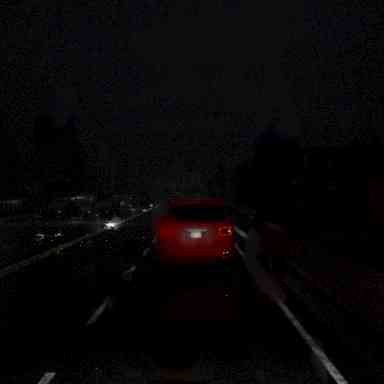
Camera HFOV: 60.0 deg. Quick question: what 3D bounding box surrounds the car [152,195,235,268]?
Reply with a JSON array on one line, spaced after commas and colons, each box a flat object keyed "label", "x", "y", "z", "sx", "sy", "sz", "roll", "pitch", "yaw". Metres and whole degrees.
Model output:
[{"label": "car", "x": 0.215, "y": 1.187, "z": 11.322, "sx": 2.150, "sy": 2.045, "sz": 5.566, "roll": 0, "pitch": 0, "yaw": 2}]

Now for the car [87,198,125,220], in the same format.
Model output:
[{"label": "car", "x": -6.981, "y": 1.439, "z": 26.821, "sx": 1.812, "sy": 1.442, "sz": 4.674, "roll": 0, "pitch": 0, "yaw": 0}]

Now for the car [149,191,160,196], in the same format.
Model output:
[{"label": "car", "x": -6.743, "y": 1.134, "z": 61.831, "sx": 2.128, "sy": 1.511, "sz": 4.902, "roll": 0, "pitch": 0, "yaw": 0}]

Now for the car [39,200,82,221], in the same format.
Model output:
[{"label": "car", "x": -10.491, "y": 1.390, "z": 26.785, "sx": 1.882, "sy": 1.535, "sz": 5.008, "roll": 0, "pitch": 0, "yaw": 0}]

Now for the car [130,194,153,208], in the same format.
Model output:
[{"label": "car", "x": -6.903, "y": 1.362, "z": 45.012, "sx": 1.837, "sy": 1.490, "sz": 4.892, "roll": 0, "pitch": 0, "yaw": 0}]

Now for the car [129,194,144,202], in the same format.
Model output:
[{"label": "car", "x": -10.243, "y": 1.108, "z": 61.846, "sx": 1.837, "sy": 1.490, "sz": 4.892, "roll": 0, "pitch": 0, "yaw": 0}]
